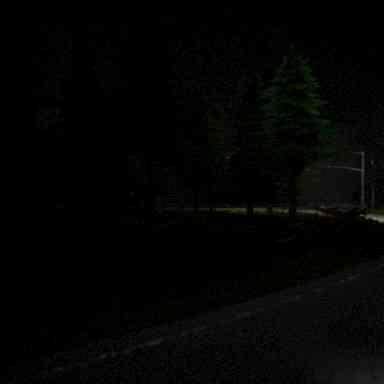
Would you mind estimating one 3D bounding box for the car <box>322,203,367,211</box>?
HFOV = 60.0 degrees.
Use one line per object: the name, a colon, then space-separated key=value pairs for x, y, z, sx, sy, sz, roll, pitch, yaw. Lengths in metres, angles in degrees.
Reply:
car: x=15.935 y=1.881 z=35.142 sx=2.033 sy=1.411 sz=5.357 roll=1 pitch=0 yaw=-15
